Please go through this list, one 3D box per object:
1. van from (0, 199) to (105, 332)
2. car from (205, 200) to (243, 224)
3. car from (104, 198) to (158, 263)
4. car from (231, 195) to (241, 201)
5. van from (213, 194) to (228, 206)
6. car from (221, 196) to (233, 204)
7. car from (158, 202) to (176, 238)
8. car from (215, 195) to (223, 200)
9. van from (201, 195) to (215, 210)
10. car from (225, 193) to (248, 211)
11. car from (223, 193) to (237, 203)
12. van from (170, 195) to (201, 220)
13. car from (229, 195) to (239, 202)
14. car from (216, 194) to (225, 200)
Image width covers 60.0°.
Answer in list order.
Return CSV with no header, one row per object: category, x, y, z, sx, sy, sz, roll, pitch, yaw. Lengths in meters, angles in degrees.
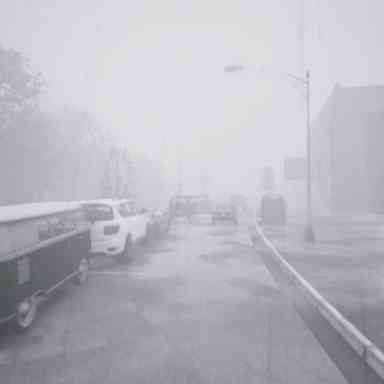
van,-3.454,1.259,6.865,1.878,1.987,4.442,-1,1,2
car,2.521,1.584,24.968,2.033,1.411,5.357,0,0,9
car,-3.024,1.250,12.351,2.435,2.045,5.566,-1,1,3
car,11.657,1.617,88.543,2.097,1.535,5.008,0,0,14
van,4.857,1.357,56.100,1.878,1.987,4.442,0,0,14
car,7.105,1.630,66.838,2.002,1.452,4.674,0,0,12
car,-2.392,1.555,17.877,2.002,1.452,4.674,-1,1,7
car,2.554,1.581,45.143,2.163,1.488,4.792,-1,1,10
van,1.219,1.320,38.769,1.878,1.987,4.442,-1,1,9
car,5.885,1.275,42.653,2.150,2.045,5.566,0,0,12
car,8.488,1.359,73.440,2.435,2.045,5.566,0,0,12
van,-0.674,1.308,28.999,1.878,1.987,4.442,-1,1,10
car,10.519,1.594,83.113,2.097,1.535,5.008,0,0,14
car,3.686,1.556,50.537,2.231,1.521,4.892,-1,1,10
